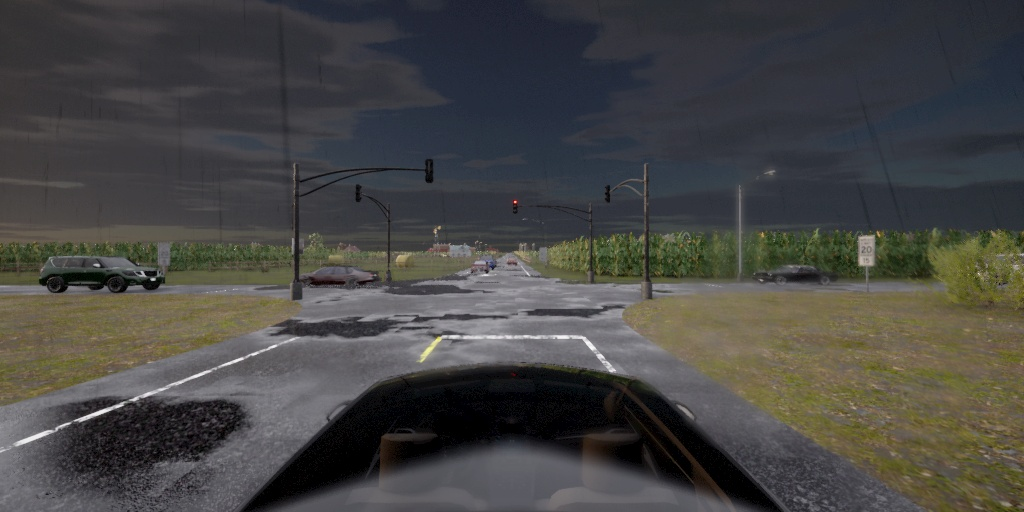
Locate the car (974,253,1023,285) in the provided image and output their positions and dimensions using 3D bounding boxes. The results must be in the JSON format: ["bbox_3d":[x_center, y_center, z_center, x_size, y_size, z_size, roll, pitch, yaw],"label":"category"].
[{"bbox_3d":[33.004,0.861,23.971,5.566,2.045,2.150,-1,0,0],"label":"car"}]

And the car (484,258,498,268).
[{"bbox_3d":[-3.582,1.172,61.609,2.128,1.511,4.902,0,0,0],"label":"car"}]

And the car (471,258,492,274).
[{"bbox_3d":[-3.604,1.246,41.235,1.812,1.442,4.674,0,0,0],"label":"car"}]

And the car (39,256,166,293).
[{"bbox_3d":[-23.374,1.007,20.569,5.566,2.045,2.150,0,0,0],"label":"car"}]

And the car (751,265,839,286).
[{"bbox_3d":[18.726,1.292,23.869,4.718,1.301,1.895,0,0,-3],"label":"car"}]

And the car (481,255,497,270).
[{"bbox_3d":[-3.593,0.926,51.186,2.150,2.045,5.566,0,0,0],"label":"car"}]

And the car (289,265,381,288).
[{"bbox_3d":[-11.495,1.321,23.591,5.357,1.411,2.033,0,0,0],"label":"car"}]
